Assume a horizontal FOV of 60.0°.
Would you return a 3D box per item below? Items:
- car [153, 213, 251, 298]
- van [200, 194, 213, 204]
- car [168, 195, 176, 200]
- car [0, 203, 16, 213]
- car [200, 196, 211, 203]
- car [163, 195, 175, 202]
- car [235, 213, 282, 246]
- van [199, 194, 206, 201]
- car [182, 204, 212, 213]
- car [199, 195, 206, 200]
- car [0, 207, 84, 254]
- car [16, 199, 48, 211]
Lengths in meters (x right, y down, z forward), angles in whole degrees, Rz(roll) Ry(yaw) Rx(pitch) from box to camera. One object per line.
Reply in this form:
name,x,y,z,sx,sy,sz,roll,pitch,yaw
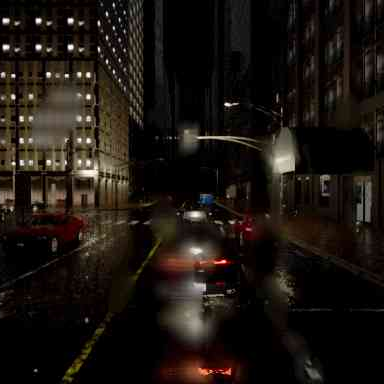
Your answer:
car,0.111,1.503,8.518,1.837,1.490,4.892,0,0,0
van,2.767,1.326,58.464,1.690,1.788,3.998,0,0,0
car,-5.563,1.530,92.657,1.947,1.339,4.313,0,0,0
car,-18.568,1.307,28.864,5.009,1.841,2.192,0,0,1
car,2.785,1.531,69.857,2.008,1.369,4.403,0,0,0
car,-5.587,1.521,75.566,1.887,1.381,4.507,0,0,0
car,2.835,1.579,14.871,1.802,1.307,4.206,0,0,0
van,2.809,1.309,86.947,1.690,1.788,3.998,0,0,0
car,0.125,1.561,17.394,1.994,1.385,4.181,0,0,0
car,2.818,1.546,92.644,1.802,1.307,4.206,0,0,0
car,-5.806,1.542,13.506,1.887,1.381,4.507,0,0,0
car,-18.469,1.497,37.246,4.403,1.369,2.008,0,0,1
